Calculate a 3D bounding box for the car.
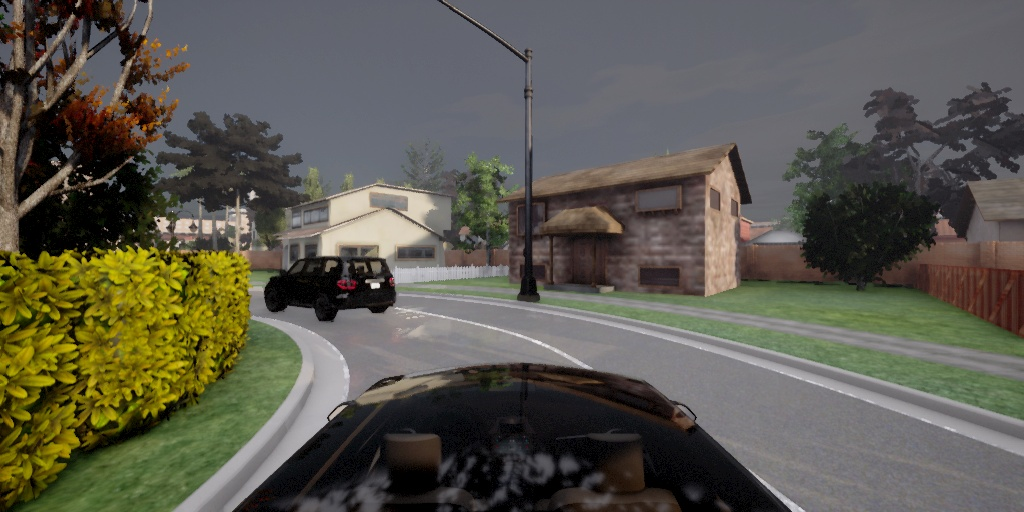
[{"bbox_3d":[-6.434,1.006,12.550,5.566,2.045,2.150,0,0,34],"label":"car"}]
